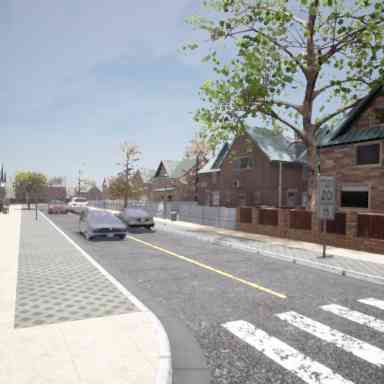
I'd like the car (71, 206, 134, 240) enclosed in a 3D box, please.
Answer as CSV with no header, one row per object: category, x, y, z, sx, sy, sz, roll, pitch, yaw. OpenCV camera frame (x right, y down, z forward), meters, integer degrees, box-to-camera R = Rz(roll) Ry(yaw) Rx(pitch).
car,-5.126,1.743,18.420,2.033,1.411,5.357,2,-1,-27

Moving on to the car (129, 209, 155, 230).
car,-4.256,1.867,23.205,2.033,1.411,5.357,2,-1,-27

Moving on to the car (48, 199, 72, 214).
car,-16.529,1.807,40.940,2.097,1.767,4.553,2,-1,-27

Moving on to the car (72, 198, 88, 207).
car,-15.586,1.804,45.411,2.150,2.045,5.566,2,-1,-27
